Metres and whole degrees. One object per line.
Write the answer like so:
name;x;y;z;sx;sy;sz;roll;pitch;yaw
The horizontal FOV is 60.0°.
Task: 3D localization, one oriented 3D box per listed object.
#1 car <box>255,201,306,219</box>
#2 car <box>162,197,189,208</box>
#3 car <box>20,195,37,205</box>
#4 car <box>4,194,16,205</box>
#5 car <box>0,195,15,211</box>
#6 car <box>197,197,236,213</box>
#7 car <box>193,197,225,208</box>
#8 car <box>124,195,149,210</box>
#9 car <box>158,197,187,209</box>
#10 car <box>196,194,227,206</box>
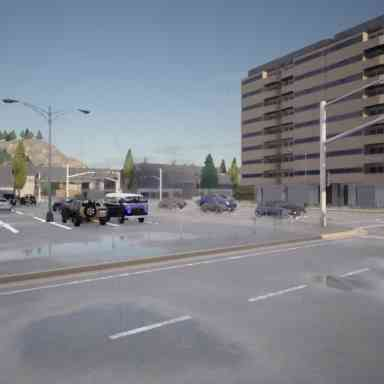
car;7.700;1.619;30.239;1.994;1.385;4.181;0;0;-35
car;-2.635;1.560;50.838;1.837;1.490;4.892;0;0;-35
car;-27.275;1.209;55.347;1.932;1.855;4.605;0;0;-35
car;-29.671;1.212;53.722;1.905;1.878;3.866;0;0;-35
car;-21.807;1.451;37.892;1.970;1.475;3.806;0;0;-35
car;2.832;1.619;37.091;1.994;1.385;4.181;0;0;-35
car;2.486;1.547;49.993;2.128;1.511;4.902;0;0;-35
car;-8.710;1.656;53.387;1.895;1.301;4.718;0;0;-35
car;-2.938;1.619;45.207;1.994;1.385;4.181;0;0;-35
car;3.201;1.277;42.606;2.150;2.045;5.566;0;0;-35
